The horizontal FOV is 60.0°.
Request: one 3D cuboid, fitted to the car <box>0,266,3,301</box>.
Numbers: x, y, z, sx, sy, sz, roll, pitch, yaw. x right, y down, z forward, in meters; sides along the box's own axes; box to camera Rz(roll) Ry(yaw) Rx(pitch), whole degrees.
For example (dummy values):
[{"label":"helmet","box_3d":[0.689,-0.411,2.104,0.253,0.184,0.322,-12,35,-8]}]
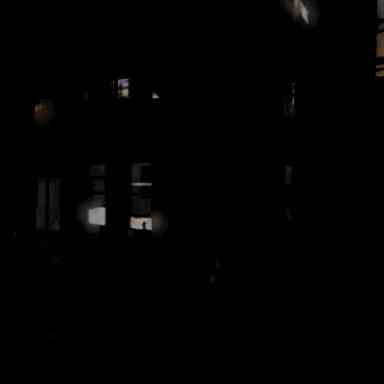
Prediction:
[{"label":"car","box_3d":[-5.394,1.530,6.515,4.313,1.339,1.947,0,1,36]}]
